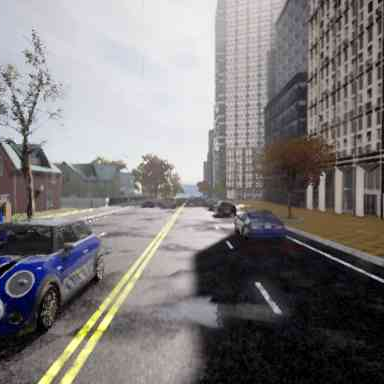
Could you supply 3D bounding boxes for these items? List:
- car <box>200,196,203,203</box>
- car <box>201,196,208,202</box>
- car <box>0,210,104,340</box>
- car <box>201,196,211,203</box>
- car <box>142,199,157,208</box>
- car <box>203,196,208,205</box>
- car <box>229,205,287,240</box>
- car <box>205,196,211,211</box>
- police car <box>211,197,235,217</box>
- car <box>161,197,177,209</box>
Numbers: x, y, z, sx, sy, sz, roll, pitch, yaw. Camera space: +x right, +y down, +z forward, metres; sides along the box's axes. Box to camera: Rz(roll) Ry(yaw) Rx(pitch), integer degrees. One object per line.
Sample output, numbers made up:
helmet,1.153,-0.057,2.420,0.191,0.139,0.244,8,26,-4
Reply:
car,3.253,1.673,65.845,2.033,1.649,4.856,0,0,0
car,3.254,1.877,87.852,1.812,1.442,4.674,0,0,0
car,-3.349,1.371,6.841,2.097,1.767,4.553,0,0,0
car,3.253,1.727,76.849,2.033,1.649,4.856,0,0,0
car,-6.561,1.741,51.762,1.994,1.385,4.181,0,0,0
car,3.252,1.755,54.841,1.994,1.385,4.181,0,0,0
car,3.349,1.598,17.160,2.033,1.411,5.357,0,0,0
car,3.252,1.650,43.867,2.163,1.488,4.792,0,0,0
police car,3.252,1.531,32.943,1.930,1.638,5.238,0,0,0
car,-3.322,1.517,48.672,2.097,1.767,4.553,0,0,0
